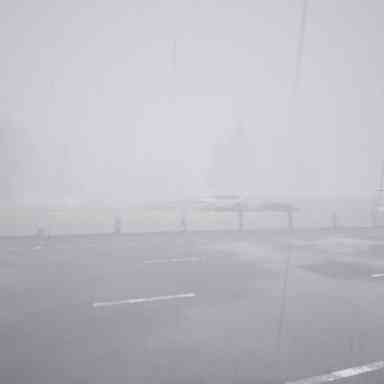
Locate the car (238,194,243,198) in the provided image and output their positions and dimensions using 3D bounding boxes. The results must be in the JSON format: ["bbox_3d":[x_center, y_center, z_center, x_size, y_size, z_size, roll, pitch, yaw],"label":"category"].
[{"bbox_3d":[3.291,1.151,36.662,5.566,2.045,2.150,2,0,-21],"label":"car"}]

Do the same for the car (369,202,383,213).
[{"bbox_3d":[26.693,2.169,45.657,4.181,1.385,1.994,2,0,-21],"label":"car"}]

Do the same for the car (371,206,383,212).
[{"bbox_3d":[22.031,1.995,36.408,4.674,1.442,1.812,2,0,-21],"label":"car"}]

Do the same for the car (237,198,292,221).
[{"bbox_3d":[6.285,1.530,26.569,4.892,1.490,1.837,2,0,-21],"label":"car"}]
